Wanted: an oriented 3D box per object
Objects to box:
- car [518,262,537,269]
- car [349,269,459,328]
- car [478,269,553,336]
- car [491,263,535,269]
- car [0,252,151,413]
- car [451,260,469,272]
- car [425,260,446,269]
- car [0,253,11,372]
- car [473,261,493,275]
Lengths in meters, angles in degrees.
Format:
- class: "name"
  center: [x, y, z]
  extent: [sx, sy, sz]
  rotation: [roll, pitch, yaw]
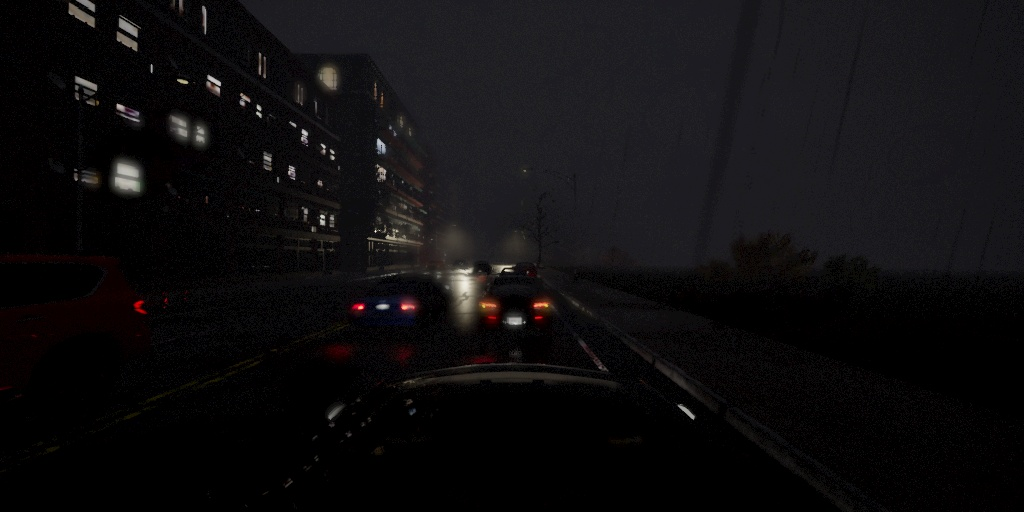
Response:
- class: "car"
  center: [1.071, 1.232, 29.935]
  extent: [1.882, 1.535, 5.008]
  rotation: [0, 0, 0]
- class: "car"
  center: [-3.175, 1.299, 11.291]
  extent: [2.033, 1.411, 5.357]
  rotation: [0, 0, 0]
- class: "car"
  center: [0.072, 1.277, 10.239]
  extent: [1.812, 1.442, 4.674]
  rotation: [0, 0, 0]
- class: "car"
  center: [0.057, 1.317, 20.407]
  extent: [1.994, 1.385, 4.181]
  rotation: [0, 0, 0]
- class: "car"
  center: [-6.605, 0.972, 3.119]
  extent: [2.150, 2.045, 5.566]
  rotation: [0, 0, 0]
- class: "car"
  center: [-6.704, 1.258, 46.692]
  extent: [1.837, 1.490, 4.892]
  rotation: [0, 0, 0]
- class: "car"
  center: [-9.954, 1.231, 46.796]
  extent: [1.882, 1.535, 5.008]
  rotation: [0, 0, 0]
- class: "car"
  center: [-9.855, 0.972, 3.498]
  extent: [2.150, 2.045, 5.566]
  rotation: [0, 0, 0]
- class: "car"
  center: [-3.238, 1.260, 39.419]
  extent: [1.837, 1.490, 4.892]
  rotation: [0, 0, 0]
